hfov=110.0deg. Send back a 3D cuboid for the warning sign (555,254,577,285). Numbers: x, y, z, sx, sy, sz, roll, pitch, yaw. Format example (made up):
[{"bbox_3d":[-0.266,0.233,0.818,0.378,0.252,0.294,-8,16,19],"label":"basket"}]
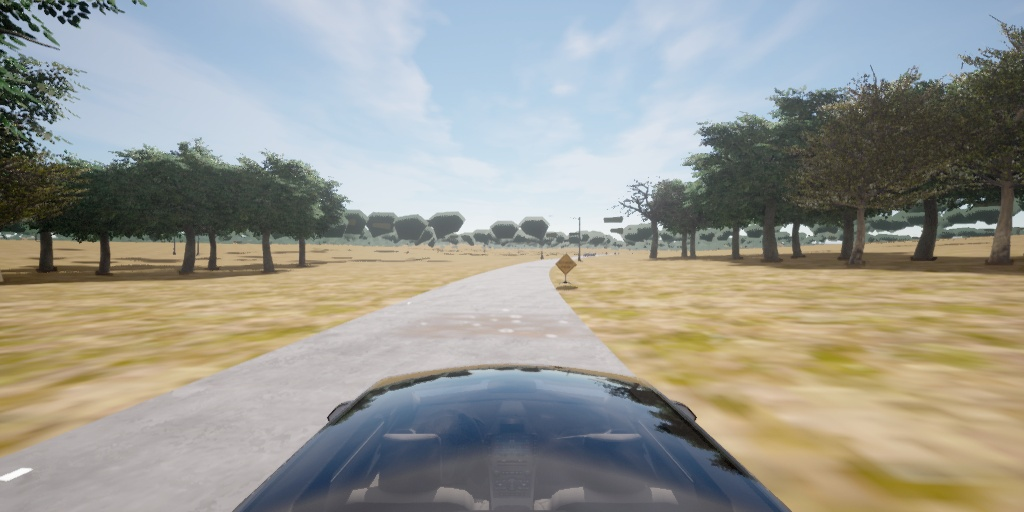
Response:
[{"bbox_3d":[3.258,0.793,21.916,1.300,1.860,1.060,0,0,3],"label":"warning sign"}]
